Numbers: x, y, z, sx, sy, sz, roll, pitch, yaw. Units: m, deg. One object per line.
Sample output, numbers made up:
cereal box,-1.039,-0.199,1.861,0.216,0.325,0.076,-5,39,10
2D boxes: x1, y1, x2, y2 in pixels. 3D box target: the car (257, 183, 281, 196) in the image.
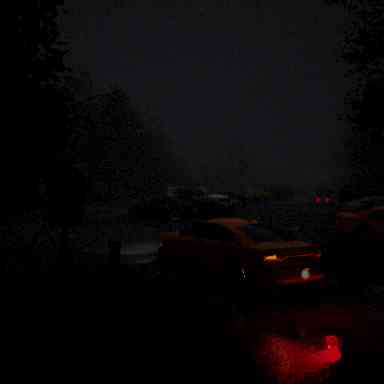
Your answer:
car,9.770,-0.122,47.188,4.553,1.767,2.185,1,2,25

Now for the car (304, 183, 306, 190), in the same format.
car,22.546,-1.052,74.907,4.553,1.767,2.185,1,2,25

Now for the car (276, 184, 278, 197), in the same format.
car,8.568,0.095,44.688,4.892,1.521,2.231,1,3,25

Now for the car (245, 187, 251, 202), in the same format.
car,2.750,0.616,32.108,4.892,1.521,2.231,1,3,25

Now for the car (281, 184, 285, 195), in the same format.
car,10.934,-0.053,49.709,4.792,1.488,2.163,1,2,25

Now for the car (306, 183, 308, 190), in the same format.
car,23.736,-1.010,77.418,5.008,1.535,2.097,1,2,25

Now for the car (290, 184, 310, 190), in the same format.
car,28.424,-1.287,87.452,4.792,1.488,2.163,1,2,25

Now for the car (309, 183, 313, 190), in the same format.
car,27.268,-1.514,84.949,5.566,2.045,2.435,1,2,25

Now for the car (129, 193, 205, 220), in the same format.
car,-1.949,1.078,22.057,4.792,1.488,2.163,1,3,25

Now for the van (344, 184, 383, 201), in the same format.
van,21.479,-0.023,41.679,4.442,1.987,1.878,1,2,24

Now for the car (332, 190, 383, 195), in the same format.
car,13.270,0.917,24.161,5.366,1.575,1.946,1,3,25

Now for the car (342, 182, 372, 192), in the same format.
car,35.581,-1.063,71.919,5.566,2.045,2.435,1,2,25

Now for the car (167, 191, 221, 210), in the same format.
car,-0.751,0.940,24.558,5.008,1.535,2.097,1,3,25

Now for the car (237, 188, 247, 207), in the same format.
car,1.746,0.723,29.516,5.366,1.575,1.946,1,3,25

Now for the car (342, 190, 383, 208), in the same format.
car,16.905,0.627,31.629,4.792,1.488,2.163,1,3,25

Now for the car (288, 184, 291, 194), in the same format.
car,13.214,-0.223,54.770,4.792,1.488,2.163,1,2,25

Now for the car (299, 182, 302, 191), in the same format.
car,19.069,-0.672,67.348,4.892,1.521,2.231,1,2,25

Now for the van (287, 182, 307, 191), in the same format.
van,25.969,-1.406,82.493,4.442,1.987,1.878,1,2,25

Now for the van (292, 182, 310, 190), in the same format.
van,29.462,-1.584,90.033,4.442,1.987,1.878,1,1,25

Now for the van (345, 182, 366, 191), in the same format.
van,38.997,-1.292,79.501,4.442,1.987,1.878,1,2,25

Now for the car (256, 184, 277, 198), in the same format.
car,7.579,0.190,42.098,5.366,1.575,1.946,1,3,25

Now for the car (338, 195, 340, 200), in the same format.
car,11.084,1.168,19.075,4.792,1.488,2.163,1,3,25

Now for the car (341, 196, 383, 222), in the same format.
car,12.272,1.071,21.575,4.674,1.452,2.002,1,3,25

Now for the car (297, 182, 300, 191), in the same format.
car,17.913,-0.588,64.824,4.892,1.521,2.231,1,2,25

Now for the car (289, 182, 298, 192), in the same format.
car,16.573,-0.510,62.388,5.366,1.575,1.946,1,2,25

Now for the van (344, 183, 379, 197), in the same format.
van,24.970,-0.279,49.233,4.442,1.987,1.878,1,2,25

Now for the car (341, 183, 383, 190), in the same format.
car,15.792,0.456,29.083,5.566,2.045,2.435,1,3,25

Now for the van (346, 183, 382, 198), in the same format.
van,24.018,-0.191,46.623,4.442,1.987,1.878,1,2,25

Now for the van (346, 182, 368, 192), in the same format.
van,36.877,-1.120,74.371,4.442,1.987,1.878,1,2,25

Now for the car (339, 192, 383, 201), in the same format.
car,10.026,1.117,16.644,4.553,1.767,2.185,1,3,25

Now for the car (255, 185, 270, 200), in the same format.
car,6.127,0.282,39.848,5.366,1.575,1.946,1,3,25

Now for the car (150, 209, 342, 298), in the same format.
car,0.888,1.398,8.438,1.882,1.535,5.008,2,-1,-31

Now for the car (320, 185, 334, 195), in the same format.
car,22.999,-0.302,56.455,1.882,1.535,5.008,1,2,25

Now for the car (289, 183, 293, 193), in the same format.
car,14.381,-0.307,57.287,4.792,1.488,2.163,1,2,25

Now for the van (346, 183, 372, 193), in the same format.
van,32.220,-0.783,64.323,4.442,1.987,1.878,1,2,25

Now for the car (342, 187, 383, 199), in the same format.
car,22.753,0.117,44.165,5.008,1.535,2.097,1,2,25

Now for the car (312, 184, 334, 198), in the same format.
car,18.671,0.024,47.117,2.128,1.511,4.902,1,2,25

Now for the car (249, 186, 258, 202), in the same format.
car,3.743,0.501,34.705,5.366,1.575,1.946,1,3,25

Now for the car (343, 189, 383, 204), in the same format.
car,19.338,0.415,36.741,4.792,1.488,2.163,1,3,25

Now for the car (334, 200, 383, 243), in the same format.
car,8.829,1.350,14.152,5.008,1.535,2.097,1,3,25

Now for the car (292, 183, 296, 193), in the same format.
car,15.548,-0.391,59.805,4.792,1.488,2.163,1,2,25

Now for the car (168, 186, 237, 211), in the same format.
car,0.436,0.581,27.055,5.566,2.045,2.435,1,3,25

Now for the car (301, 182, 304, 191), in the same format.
car,20.073,-0.763,69.940,5.366,1.575,1.946,1,2,25

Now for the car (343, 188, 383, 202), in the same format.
car,20.447,0.324,39.134,4.792,1.488,2.163,1,2,25

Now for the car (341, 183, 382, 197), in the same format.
car,26.215,-0.387,51.707,5.566,2.045,2.435,1,2,25

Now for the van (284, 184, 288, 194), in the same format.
van,12.180,-0.392,52.182,4.442,1.987,1.878,1,2,25
